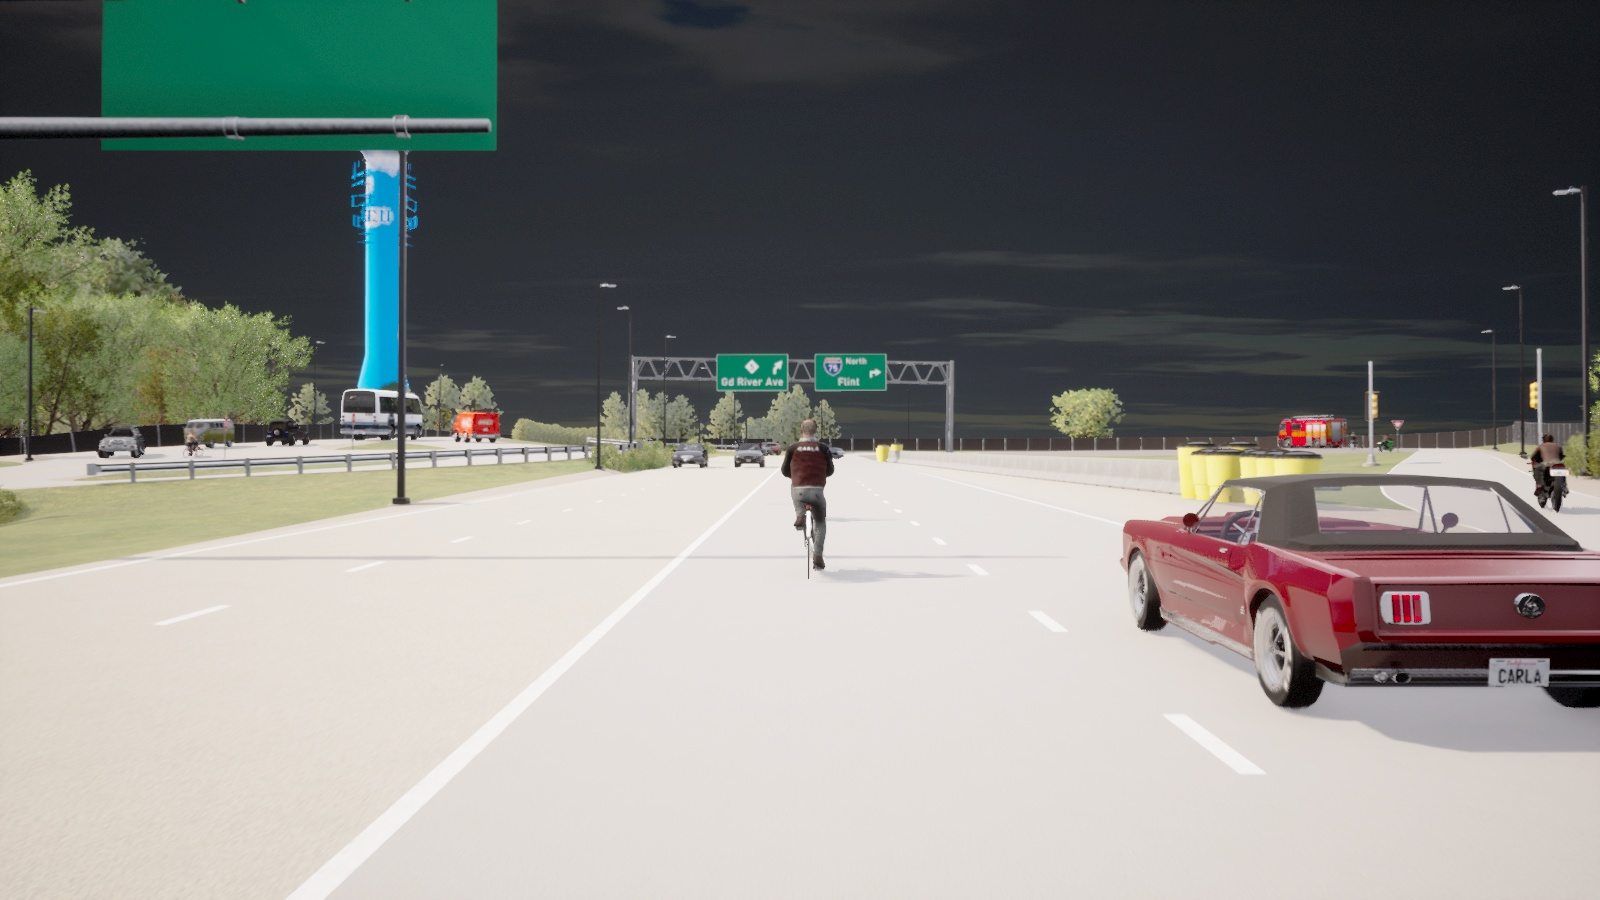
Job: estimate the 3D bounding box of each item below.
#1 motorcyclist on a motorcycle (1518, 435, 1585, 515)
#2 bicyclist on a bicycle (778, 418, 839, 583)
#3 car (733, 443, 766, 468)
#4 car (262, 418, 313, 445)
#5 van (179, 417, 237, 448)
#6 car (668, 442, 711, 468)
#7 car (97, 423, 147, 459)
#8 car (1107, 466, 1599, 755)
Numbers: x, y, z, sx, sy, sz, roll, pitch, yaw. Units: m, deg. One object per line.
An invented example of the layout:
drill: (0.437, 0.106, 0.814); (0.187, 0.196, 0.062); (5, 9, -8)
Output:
motorcyclist on a motorcycle: (14.828, 0.461, 24.819); (0.797, 1.523, 2.044); (0, 1, 21)
bicyclist on a bicycle: (0.097, 0.537, 14.400); (0.659, 1.776, 1.843); (0, 1, 0)
car: (-3.052, 0.319, 76.229); (1.816, 1.474, 4.193); (0, 0, 0)
car: (-36.724, -1.339, 90.056); (1.905, 1.878, 3.866); (0, 2, 2)
van: (-40.262, -1.193, 85.511); (1.775, 1.987, 4.442); (0, 3, 0)
car: (-6.558, 0.261, 75.197); (2.128, 1.511, 4.902); (0, 0, 0)
car: (-39.974, -0.561, 74.121); (1.932, 1.855, 4.605); (0, 3, -20)
car: (3.563, 0.802, 8.401); (1.895, 1.301, 4.718); (0, 0, 0)
